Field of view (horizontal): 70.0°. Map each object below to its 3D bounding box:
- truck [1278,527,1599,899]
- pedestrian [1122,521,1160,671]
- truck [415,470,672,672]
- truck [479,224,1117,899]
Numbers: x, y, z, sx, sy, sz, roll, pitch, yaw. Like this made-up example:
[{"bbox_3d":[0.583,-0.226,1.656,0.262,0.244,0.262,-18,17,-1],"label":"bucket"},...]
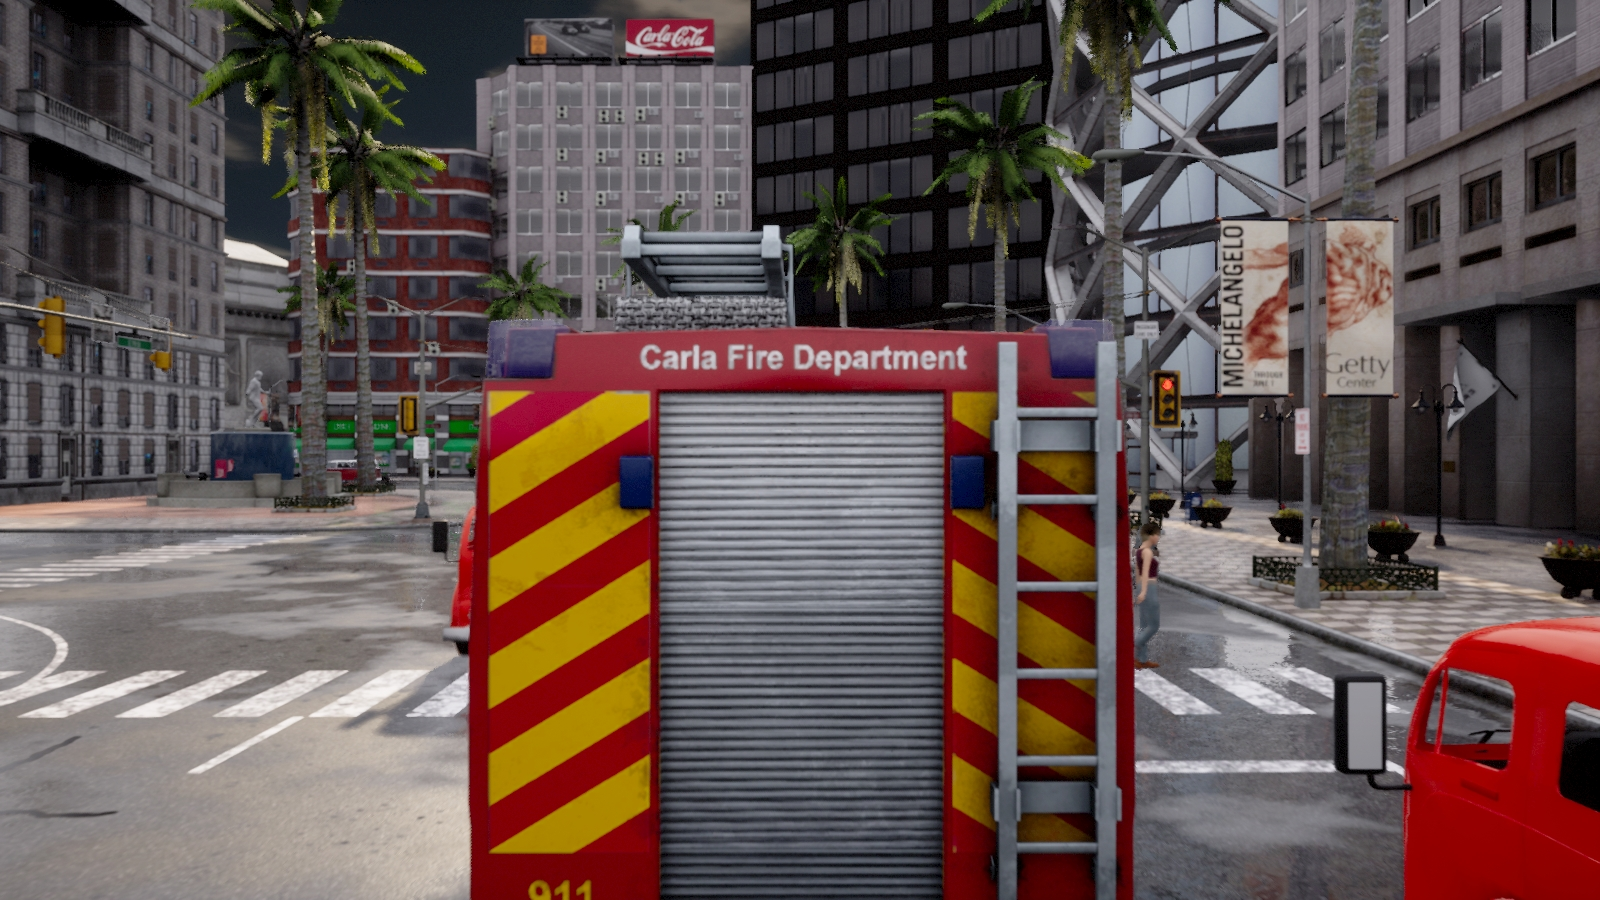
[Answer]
[{"bbox_3d":[3.519,1.558,2.600,2.627,2.467,5.204,0,-1,-1],"label":"truck"},{"bbox_3d":[4.336,1.842,14.540,0.375,1.860,0.375,0,0,3],"label":"pedestrian"},{"bbox_3d":[-3.499,1.565,16.914,2.627,2.467,5.204,0,0,0],"label":"truck"},{"bbox_3d":[-0.009,0.886,9.414,2.891,3.827,8.468,0,0,0],"label":"truck"}]
